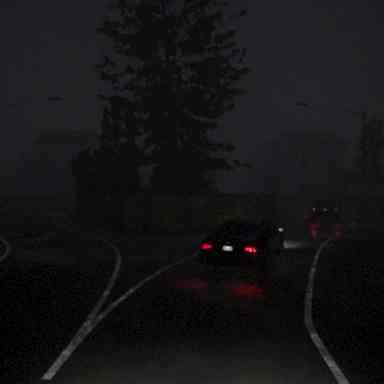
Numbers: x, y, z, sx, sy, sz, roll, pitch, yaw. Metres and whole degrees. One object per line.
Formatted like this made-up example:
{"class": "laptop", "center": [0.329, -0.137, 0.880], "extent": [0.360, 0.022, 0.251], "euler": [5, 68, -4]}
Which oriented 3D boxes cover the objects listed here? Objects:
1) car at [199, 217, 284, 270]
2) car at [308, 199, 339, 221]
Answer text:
{"class": "car", "center": [1.904, 1.563, 11.258], "extent": [2.033, 1.411, 5.357], "euler": [0, 0, 22]}
{"class": "car", "center": [10.774, 1.389, 27.431], "extent": [2.097, 1.767, 4.553], "euler": [0, 0, 17]}
